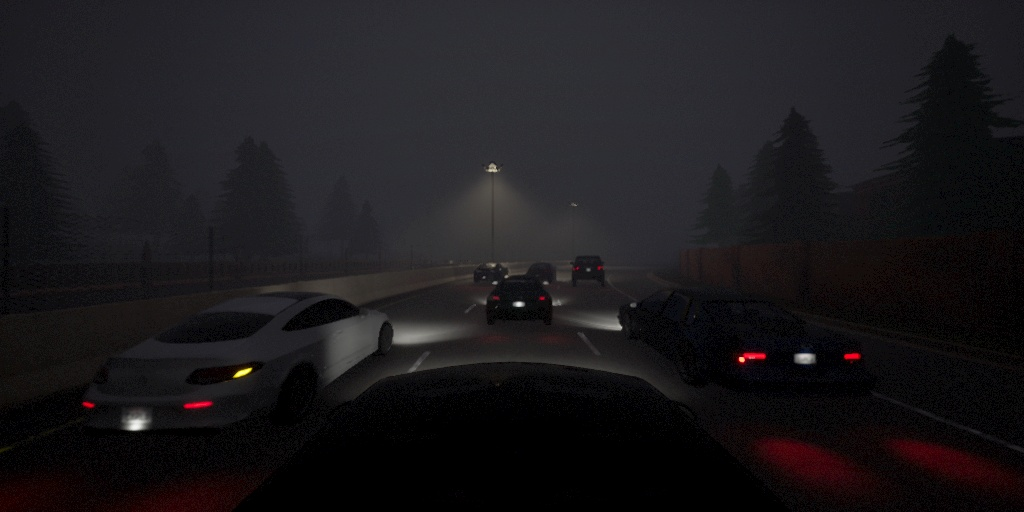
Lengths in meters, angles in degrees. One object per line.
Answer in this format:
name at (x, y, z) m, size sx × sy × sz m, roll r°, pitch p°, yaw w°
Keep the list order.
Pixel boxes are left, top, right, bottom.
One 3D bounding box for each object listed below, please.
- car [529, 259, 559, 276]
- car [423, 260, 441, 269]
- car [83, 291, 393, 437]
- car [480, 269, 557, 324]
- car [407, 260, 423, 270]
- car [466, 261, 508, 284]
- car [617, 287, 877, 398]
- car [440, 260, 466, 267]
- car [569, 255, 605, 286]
car at (2.413, 1.232, 28.150) m, size 1.882 × 1.535 × 5.008 m, roll 0°, pitch 0°, yaw 12°
car at (-8.086, 1.247, 42.941) m, size 2.128 × 1.511 × 4.902 m, roll 0°, pitch 0°, yaw 20°
car at (-3.407, 1.276, 5.580) m, size 1.812 × 1.442 × 4.674 m, roll 0°, pitch 0°, yaw 1°
car at (0.278, 1.315, 11.976) m, size 1.994 × 1.385 × 4.181 m, roll 0°, pitch 0°, yaw 2°
car at (-11.124, 1.248, 44.821) m, size 2.128 × 1.511 × 4.902 m, roll 0°, pitch 0°, yaw 20°
car at (-1.454, 1.245, 26.716) m, size 2.128 × 1.511 × 4.902 m, roll 0°, pitch 0°, yaw 11°
car at (3.606, 1.299, 6.891) m, size 2.033 × 1.411 × 5.357 m, roll 0°, pitch 0°, yaw 1°
car at (-5.503, 1.248, 39.627) m, size 2.128 × 1.511 × 4.902 m, roll 0°, pitch 0°, yaw 18°
car at (5.412, 0.976, 25.639) m, size 2.150 × 2.045 × 5.566 m, roll 0°, pitch 0°, yaw 11°
